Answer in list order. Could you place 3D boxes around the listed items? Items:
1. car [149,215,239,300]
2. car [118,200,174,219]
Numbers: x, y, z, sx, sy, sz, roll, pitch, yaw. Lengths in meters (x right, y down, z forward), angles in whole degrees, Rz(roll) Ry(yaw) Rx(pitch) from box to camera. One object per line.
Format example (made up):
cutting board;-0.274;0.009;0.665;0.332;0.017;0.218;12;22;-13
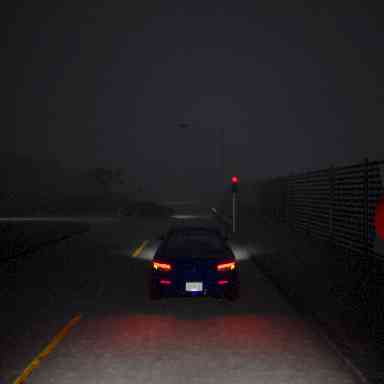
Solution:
car;0.058;1.526;8.244;1.812;1.442;4.674;0;0;1
car;-3.968;1.505;29.127;4.892;1.490;1.837;0;2;-29
